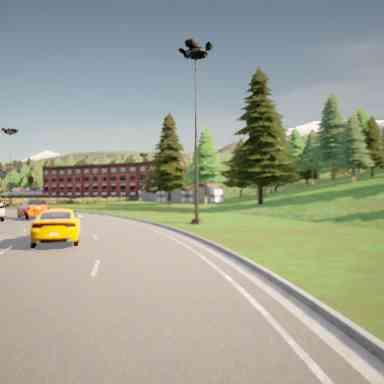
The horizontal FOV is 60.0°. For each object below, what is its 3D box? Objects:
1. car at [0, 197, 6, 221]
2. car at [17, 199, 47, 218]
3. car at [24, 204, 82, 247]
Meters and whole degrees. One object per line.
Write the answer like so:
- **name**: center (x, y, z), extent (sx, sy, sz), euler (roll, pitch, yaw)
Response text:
- **car**: center (-16.973, 1.338, 27.495), extent (2.150, 2.045, 5.566), euler (0, 0, -38)
- **car**: center (-14.264, 1.448, 29.914), extent (2.097, 1.767, 4.553), euler (0, 0, -37)
- **car**: center (-6.210, 1.520, 15.449), extent (1.882, 1.535, 5.008), euler (0, 0, -18)
